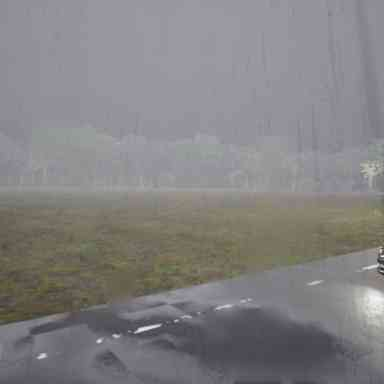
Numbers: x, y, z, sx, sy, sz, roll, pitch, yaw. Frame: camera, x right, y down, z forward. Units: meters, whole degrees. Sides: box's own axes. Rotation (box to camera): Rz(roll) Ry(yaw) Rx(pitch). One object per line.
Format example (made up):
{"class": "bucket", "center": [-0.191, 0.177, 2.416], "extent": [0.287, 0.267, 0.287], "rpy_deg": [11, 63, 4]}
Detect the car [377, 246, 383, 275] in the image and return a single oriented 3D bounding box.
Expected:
{"class": "car", "center": [6.825, 1.466, 8.862], "extent": [4.892, 1.490, 1.837], "rpy_deg": [-1, 0, -35]}
